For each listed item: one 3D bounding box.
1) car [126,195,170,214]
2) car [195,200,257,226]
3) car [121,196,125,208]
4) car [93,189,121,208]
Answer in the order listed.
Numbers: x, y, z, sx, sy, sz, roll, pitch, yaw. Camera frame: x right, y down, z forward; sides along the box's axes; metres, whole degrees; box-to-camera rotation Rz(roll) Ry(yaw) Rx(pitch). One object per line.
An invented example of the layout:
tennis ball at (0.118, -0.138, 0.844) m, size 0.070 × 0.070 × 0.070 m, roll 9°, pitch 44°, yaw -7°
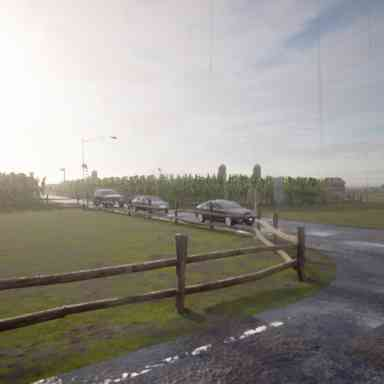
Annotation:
car at (-3.808, 1.142, 29.889) m, size 2.128 × 1.511 × 4.902 m, roll -1°, pitch 1°, yaw -34°
car at (2.068, 1.304, 21.264) m, size 1.837 × 1.490 × 4.892 m, roll -1°, pitch 1°, yaw -33°
car at (-6.092, 1.056, 38.423) m, size 1.994 × 1.385 × 4.181 m, roll -1°, pitch 1°, yaw -34°
car at (-9.755, 0.724, 38.558) m, size 2.150 × 2.045 × 5.566 m, roll -1°, pitch 1°, yaw -34°
